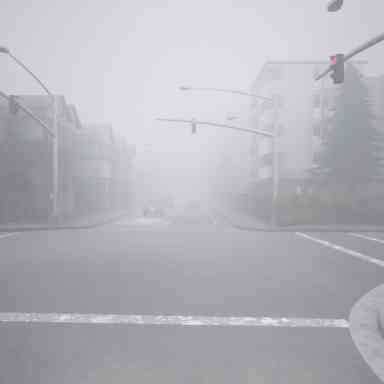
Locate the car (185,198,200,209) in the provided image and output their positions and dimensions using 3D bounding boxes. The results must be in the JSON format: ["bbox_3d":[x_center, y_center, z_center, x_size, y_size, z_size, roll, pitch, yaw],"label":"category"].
[{"bbox_3d":[0.119,1.526,45.537,1.812,1.442,4.674,0,0,0],"label":"car"}]

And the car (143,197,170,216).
[{"bbox_3d":[-3.581,1.491,32.388,2.128,1.511,4.902,0,0,0],"label":"car"}]

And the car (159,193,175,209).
[{"bbox_3d":[-3.547,1.218,45.436,2.150,2.045,5.566,0,0,0],"label":"car"}]
